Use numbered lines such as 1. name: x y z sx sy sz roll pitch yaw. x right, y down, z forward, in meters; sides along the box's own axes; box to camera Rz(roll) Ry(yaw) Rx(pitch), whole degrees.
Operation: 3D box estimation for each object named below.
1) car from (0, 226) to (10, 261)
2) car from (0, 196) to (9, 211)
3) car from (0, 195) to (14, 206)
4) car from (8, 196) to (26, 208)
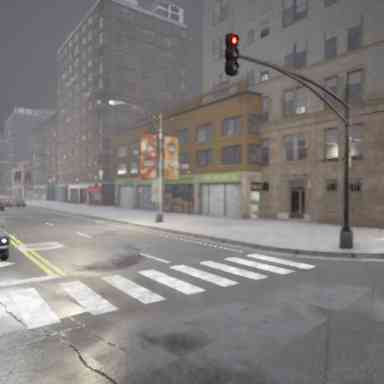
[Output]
1. car: -7.610 1.578 11.546 1.895 1.301 4.718 0 0 -36
2. car: -22.385 1.437 37.627 1.812 1.442 4.674 0 0 -36
3. car: -30.229 1.330 53.881 1.882 1.535 5.008 0 0 -36
4. car: -23.961 1.438 45.274 2.033 1.411 5.357 0 0 -36
